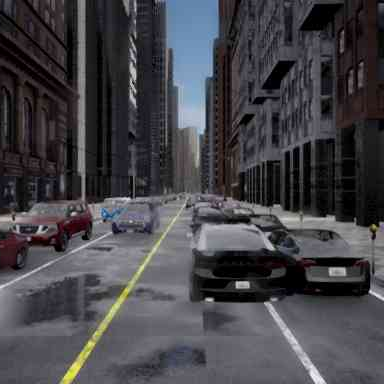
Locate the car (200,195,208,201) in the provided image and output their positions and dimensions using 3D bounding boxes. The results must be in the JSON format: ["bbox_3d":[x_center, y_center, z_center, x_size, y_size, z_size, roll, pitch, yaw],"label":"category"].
[{"bbox_3d":[3.042,1.581,86.874,1.887,1.381,4.507,0,0,0],"label":"car"}]

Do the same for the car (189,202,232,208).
[{"bbox_3d":[0.898,1.505,18.303,1.837,1.490,4.892,0,0,0],"label":"car"}]

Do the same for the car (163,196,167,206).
[{"bbox_3d":[-5.590,1.454,53.274,1.967,1.590,4.097,0,0,0],"label":"car"}]

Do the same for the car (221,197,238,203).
[{"bbox_3d":[2.845,1.441,25.252,1.967,1.590,4.097,0,0,0],"label":"car"}]

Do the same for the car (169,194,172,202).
[{"bbox_3d":[-5.555,1.586,64.477,1.947,1.339,4.313,0,0,0],"label":"car"}]

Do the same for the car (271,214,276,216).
[{"bbox_3d":[2.809,1.565,14.048,1.947,1.339,4.313,0,0,0],"label":"car"}]

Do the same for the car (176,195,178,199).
[{"bbox_3d":[-5.483,1.581,86.884,1.887,1.381,4.507,0,0,0],"label":"car"}]

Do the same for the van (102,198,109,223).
[{"bbox_3d":[-5.680,1.342,25.265,1.690,1.788,3.998,0,0,0],"label":"van"}]

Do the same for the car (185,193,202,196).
[{"bbox_3d":[0.198,1.510,61.960,2.128,1.511,4.902,0,0,0],"label":"car"}]

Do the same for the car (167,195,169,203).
[{"bbox_3d":[-5.573,1.599,58.875,1.802,1.307,4.206,0,0,0],"label":"car"}]

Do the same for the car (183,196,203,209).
[{"bbox_3d":[0.170,1.574,45.688,1.994,1.385,4.181,0,0,1],"label":"car"}]

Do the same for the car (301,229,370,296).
[{"bbox_3d":[2.791,1.565,8.446,1.947,1.339,4.313,0,0,0],"label":"car"}]

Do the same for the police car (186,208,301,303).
[{"bbox_3d":[0.885,1.425,8.409,1.930,1.638,5.238,0,0,0],"label":"police car"}]

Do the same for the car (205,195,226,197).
[{"bbox_3d":[2.881,1.320,36.456,2.192,1.841,5.009,0,0,0],"label":"car"}]

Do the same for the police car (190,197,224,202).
[{"bbox_3d":[0.977,1.426,24.412,1.930,1.638,5.238,0,0,0],"label":"police car"}]

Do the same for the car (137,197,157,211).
[{"bbox_3d":[-5.626,1.448,42.071,1.967,1.590,4.097,0,0,0],"label":"car"}]

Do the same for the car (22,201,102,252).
[{"bbox_3d":[-5.715,1.314,14.062,2.192,1.841,5.009,0,0,0],"label":"car"}]

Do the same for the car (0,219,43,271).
[{"bbox_3d":[-5.734,1.581,8.460,1.802,1.307,4.206,0,0,0],"label":"car"}]

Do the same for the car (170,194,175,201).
[{"bbox_3d":[-5.519,1.578,75.680,2.008,1.369,4.403,0,0,0],"label":"car"}]

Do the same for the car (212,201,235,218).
[{"bbox_3d":[2.863,1.585,30.853,1.802,1.307,4.206,0,0,0],"label":"car"}]

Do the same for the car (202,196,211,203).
[{"bbox_3d":[2.988,1.606,70.068,1.802,1.307,4.206,0,0,0],"label":"car"}]

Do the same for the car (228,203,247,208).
[{"bbox_3d":[2.827,1.551,19.649,2.008,1.369,4.403,0,0,0],"label":"car"}]

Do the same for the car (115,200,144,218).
[{"bbox_3d":[-5.663,1.528,30.696,1.752,1.417,4.829,0,0,0],"label":"car"}]

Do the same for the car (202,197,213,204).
[{"bbox_3d":[2.970,1.602,64.466,1.802,1.307,4.206,0,0,0],"label":"car"}]

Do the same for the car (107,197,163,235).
[{"bbox_3d":[-3.041,1.352,18.724,2.097,1.767,4.553,0,0,0],"label":"car"}]

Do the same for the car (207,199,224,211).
[{"bbox_3d":[2.898,1.590,42.058,1.802,1.307,4.206,0,0,0],"label":"car"}]
